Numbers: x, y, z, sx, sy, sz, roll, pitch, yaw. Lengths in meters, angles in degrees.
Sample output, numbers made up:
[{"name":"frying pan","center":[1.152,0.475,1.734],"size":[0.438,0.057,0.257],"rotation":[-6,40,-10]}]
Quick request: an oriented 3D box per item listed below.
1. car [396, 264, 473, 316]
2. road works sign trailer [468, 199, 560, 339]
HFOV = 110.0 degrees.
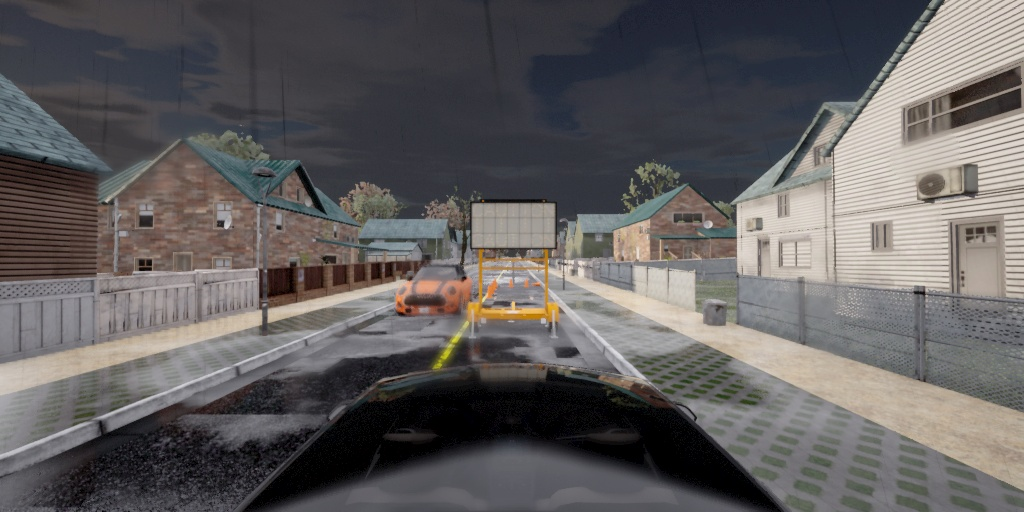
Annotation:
[{"name":"car","center":[-2.692,1.106,13.345],"size":[2.097,1.767,4.553],"rotation":[0,0,0]},{"name":"road works sign trailer","center":[0.042,0.217,10.112],"size":[2.380,3.560,2.880],"rotation":[0,0,0]}]
